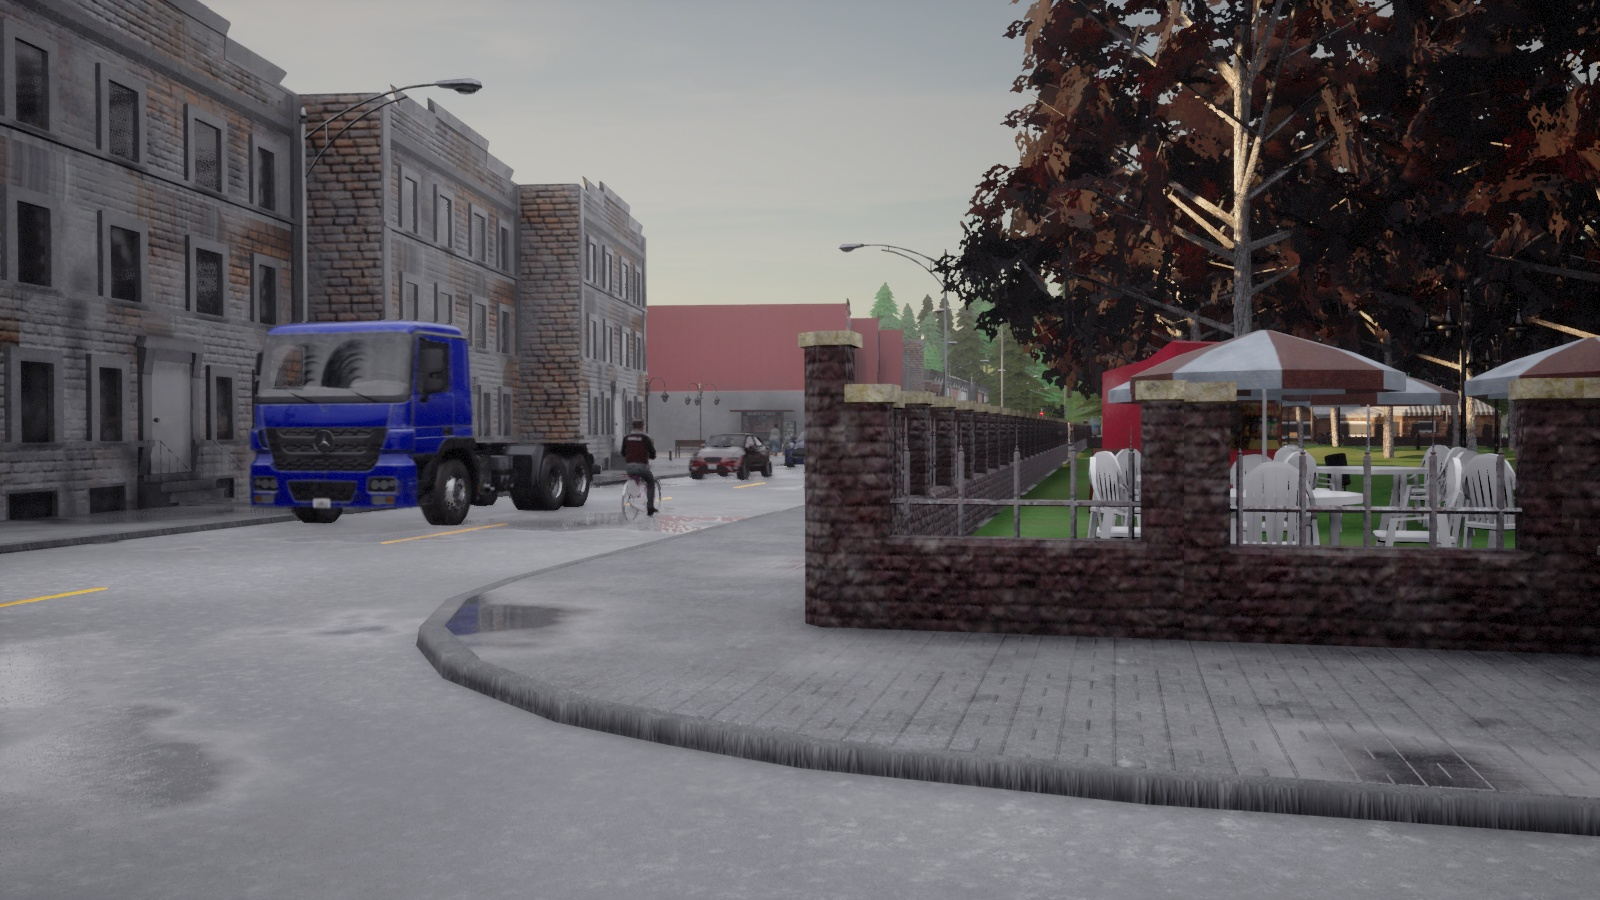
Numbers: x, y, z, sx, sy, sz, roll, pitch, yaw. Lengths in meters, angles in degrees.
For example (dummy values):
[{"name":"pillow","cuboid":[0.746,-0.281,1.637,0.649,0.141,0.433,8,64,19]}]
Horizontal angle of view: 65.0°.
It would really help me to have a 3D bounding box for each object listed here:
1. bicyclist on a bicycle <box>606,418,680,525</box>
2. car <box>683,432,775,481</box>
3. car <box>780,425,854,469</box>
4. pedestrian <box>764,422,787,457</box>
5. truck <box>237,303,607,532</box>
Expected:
[{"name":"bicyclist on a bicycle","cuboid":[-2.699,0.333,21.767,0.659,1.776,1.843,0,1,14]},{"name":"car","cuboid":[-2.218,0.174,40.459,1.816,1.474,4.193,0,1,14]},{"name":"car","cuboid":[0.779,-0.166,52.598,2.097,1.767,4.553,0,1,14]},{"name":"pedestrian","cuboid":[-1.323,-0.564,67.481,0.874,1.855,0.900,1,1,36]},{"name":"truck","cuboid":[-6.468,-0.558,23.204,2.891,3.462,7.936,0,1,14]}]
